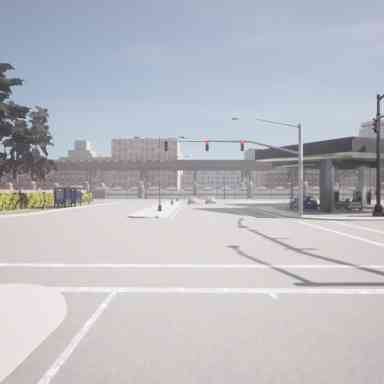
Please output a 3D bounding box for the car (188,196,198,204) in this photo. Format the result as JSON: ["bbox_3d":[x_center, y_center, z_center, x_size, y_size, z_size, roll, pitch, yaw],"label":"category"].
[{"bbox_3d":[0.195,1.525,64.437,1.812,1.442,4.674,0,0,0],"label":"car"}]

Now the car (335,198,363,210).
[{"bbox_3d":[19.011,1.456,40.452,1.970,1.475,3.806,0,0,0],"label":"car"}]

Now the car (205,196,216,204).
[{"bbox_3d":[3.588,1.525,64.386,1.812,1.442,4.674,0,0,0],"label":"car"}]

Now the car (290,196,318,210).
[{"bbox_3d":[13.265,1.295,39.698,2.242,1.667,4.611,0,0,0],"label":"car"}]
